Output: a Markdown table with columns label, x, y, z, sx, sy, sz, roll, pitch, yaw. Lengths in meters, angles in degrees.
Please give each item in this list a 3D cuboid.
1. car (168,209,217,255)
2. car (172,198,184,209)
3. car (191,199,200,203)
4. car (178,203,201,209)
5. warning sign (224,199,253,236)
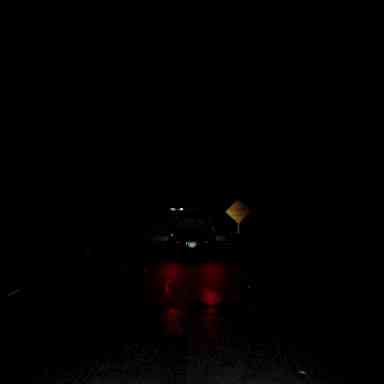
| label | x | y | z | sx | sy | sz | roll | pitch | yaw |
| --- | --- | --- | --- | --- | --- | --- | --- | --- | --- |
| car | 0.024 | 1.671 | 13.913 | 1.812 | 1.442 | 4.674 | 0 | 0 | 1 |
| car | -2.771 | 2.197 | 65.400 | 2.150 | 2.045 | 5.566 | 0 | -1 | 0 |
| car | 0.951 | 2.775 | 87.462 | 2.150 | 2.045 | 5.566 | 0 | -2 | 0 |
| car | 0.014 | 1.900 | 28.293 | 1.895 | 1.301 | 4.718 | 0 | -1 | 0 |
| warning sign | 2.427 | 1.298 | 17.443 | 1.300 | 1.860 | 1.060 | -1 | -2 | 0 |
